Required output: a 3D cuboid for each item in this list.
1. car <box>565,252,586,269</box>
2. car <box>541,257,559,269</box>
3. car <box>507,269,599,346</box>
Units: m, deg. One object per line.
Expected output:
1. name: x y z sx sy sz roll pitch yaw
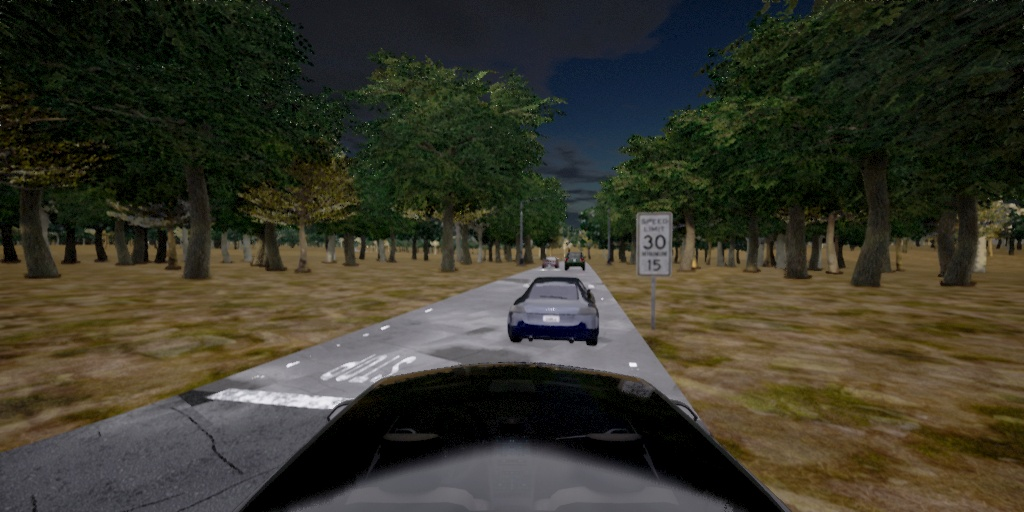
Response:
1. car: 7.077 0.533 40.123 2.150 2.045 5.566 0 1 12
2. car: 4.800 0.811 44.371 1.812 1.442 4.674 0 0 11
3. car: 1.162 1.210 9.211 1.994 1.385 4.181 0 1 11
